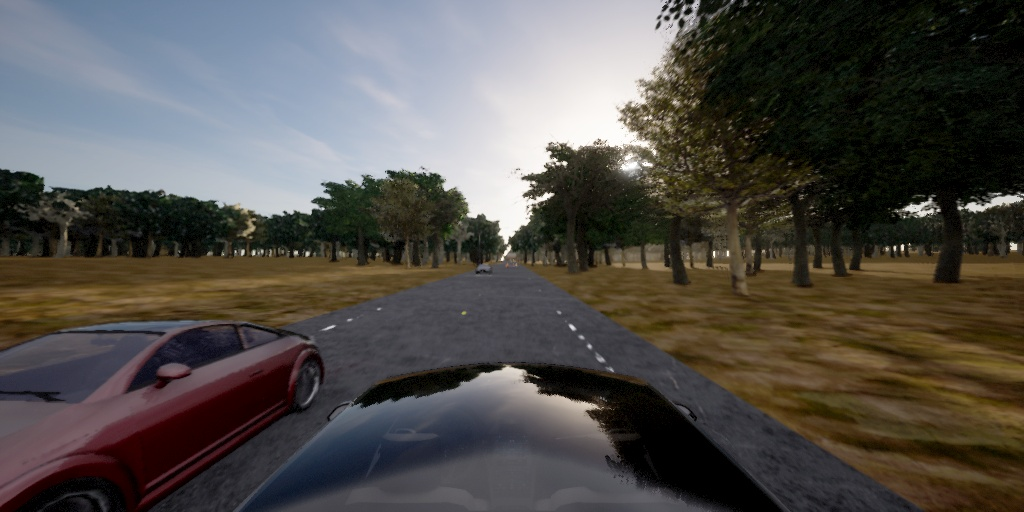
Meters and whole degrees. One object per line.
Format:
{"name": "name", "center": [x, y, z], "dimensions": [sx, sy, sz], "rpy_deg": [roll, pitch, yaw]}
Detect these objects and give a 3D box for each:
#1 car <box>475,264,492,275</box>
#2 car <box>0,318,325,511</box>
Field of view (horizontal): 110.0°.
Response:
{"name": "car", "center": [-3.582, 1.678, 46.216], "dimensions": [1.994, 1.385, 4.181], "rpy_deg": [0, -1, 0]}
{"name": "car", "center": [-3.602, 1.327, 3.294], "dimensions": [1.994, 1.385, 4.181], "rpy_deg": [0, 0, 0]}
